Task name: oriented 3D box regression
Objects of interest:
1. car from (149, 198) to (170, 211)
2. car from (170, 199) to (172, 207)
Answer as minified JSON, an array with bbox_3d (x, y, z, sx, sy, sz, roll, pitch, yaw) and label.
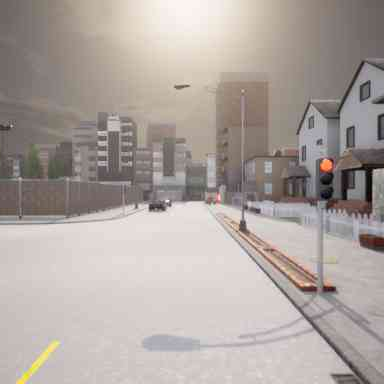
[{"bbox_3d":[-4.112,1.596,40.505,1.895,1.301,4.718,0,0,0],"label":"car"},{"bbox_3d":[-4.103,1.558,50.574,1.994,1.385,4.181,0,0,0],"label":"car"}]
